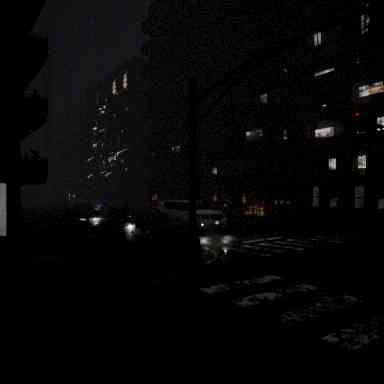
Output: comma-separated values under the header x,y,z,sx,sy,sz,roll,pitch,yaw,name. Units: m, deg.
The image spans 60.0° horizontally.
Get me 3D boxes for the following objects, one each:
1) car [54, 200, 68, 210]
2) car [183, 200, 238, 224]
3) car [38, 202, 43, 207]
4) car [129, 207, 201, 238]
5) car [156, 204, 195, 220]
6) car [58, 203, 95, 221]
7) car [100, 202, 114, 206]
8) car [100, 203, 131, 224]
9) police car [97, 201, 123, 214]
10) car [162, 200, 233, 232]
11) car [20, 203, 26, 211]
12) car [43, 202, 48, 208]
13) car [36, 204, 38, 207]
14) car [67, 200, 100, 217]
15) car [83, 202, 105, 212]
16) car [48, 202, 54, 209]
x,y,z,sx,sy,sz,roll,pitch,yaw,name
-21.882,2.560,57.600,1.837,1.490,4.892,0,-1,-36,car
1.527,1.713,29.643,2.192,1.841,5.009,-1,0,-36,car
-35.038,3.049,80.077,1.887,1.381,4.507,-1,0,-36,car
-1.764,1.833,19.970,1.752,1.417,4.829,-1,0,-36,car
-1.791,2.045,34.227,1.887,1.381,4.507,-1,0,-36,car
-11.838,2.163,33.863,1.887,1.381,4.507,-1,0,-36,car
-8.641,2.143,39.339,2.128,1.511,4.902,0,-1,-36,car
-6.185,2.051,30.499,2.033,1.411,5.357,0,-1,-36,car
-12.273,2.256,49.516,1.930,1.638,5.238,0,-1,-36,police car
-0.127,1.538,22.145,2.150,2.045,5.566,0,-1,-36,car
-31.786,2.769,61.374,1.887,1.381,4.507,-1,0,-36,car
-31.712,2.972,75.492,1.947,1.339,4.313,-1,0,-36,car
-38.357,3.168,84.665,1.947,1.339,4.313,-1,0,-36,car
-12.873,2.062,39.752,2.097,1.767,4.553,0,-1,-36,car
-16.312,2.432,55.097,1.882,1.535,5.008,0,-1,-36,car
-28.394,2.623,70.908,2.192,1.841,5.009,-1,0,-36,car
